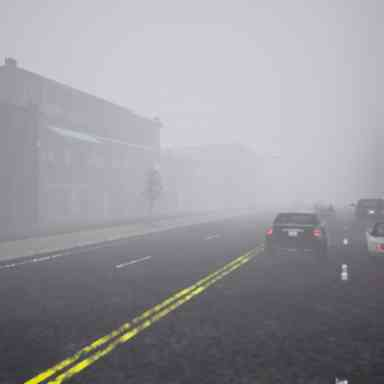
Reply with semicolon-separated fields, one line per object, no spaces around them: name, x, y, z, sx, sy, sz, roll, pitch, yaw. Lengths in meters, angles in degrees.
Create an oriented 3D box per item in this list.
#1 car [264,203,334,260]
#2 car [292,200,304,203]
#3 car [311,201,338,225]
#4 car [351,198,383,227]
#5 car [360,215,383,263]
car;4.401;1.490;13.451;2.097;1.767;4.553;0;-1;25
car;19.972;2.184;62.569;2.033;1.411;5.357;0;-1;25
car;10.750;1.769;27.145;2.128;1.511;4.902;0;-1;25
car;13.297;1.475;24.938;2.150;2.045;5.566;0;0;25
car;7.279;1.721;11.936;1.895;1.301;4.718;0;-1;25
